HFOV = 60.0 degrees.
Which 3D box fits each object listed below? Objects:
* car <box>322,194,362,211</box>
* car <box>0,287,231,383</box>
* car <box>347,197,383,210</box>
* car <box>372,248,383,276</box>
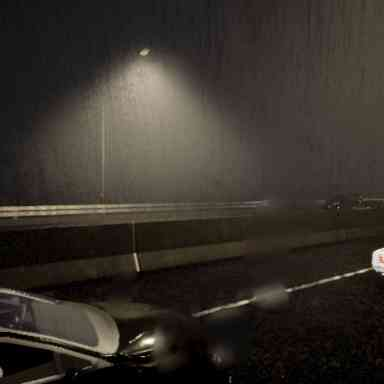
[{"bbox_3d":[16.954,1.217,37.112,5.566,2.045,2.150,0,0,-34],"label":"car"},{"bbox_3d":[-1.866,1.492,2.405,4.902,1.511,2.128,0,0,-35],"label":"car"},{"bbox_3d":[18.179,1.519,33.706,4.674,1.442,1.812,0,0,-34],"label":"car"},{"bbox_3d":[6.649,1.596,8.437,4.718,1.301,1.895,0,0,-35],"label":"car"}]
